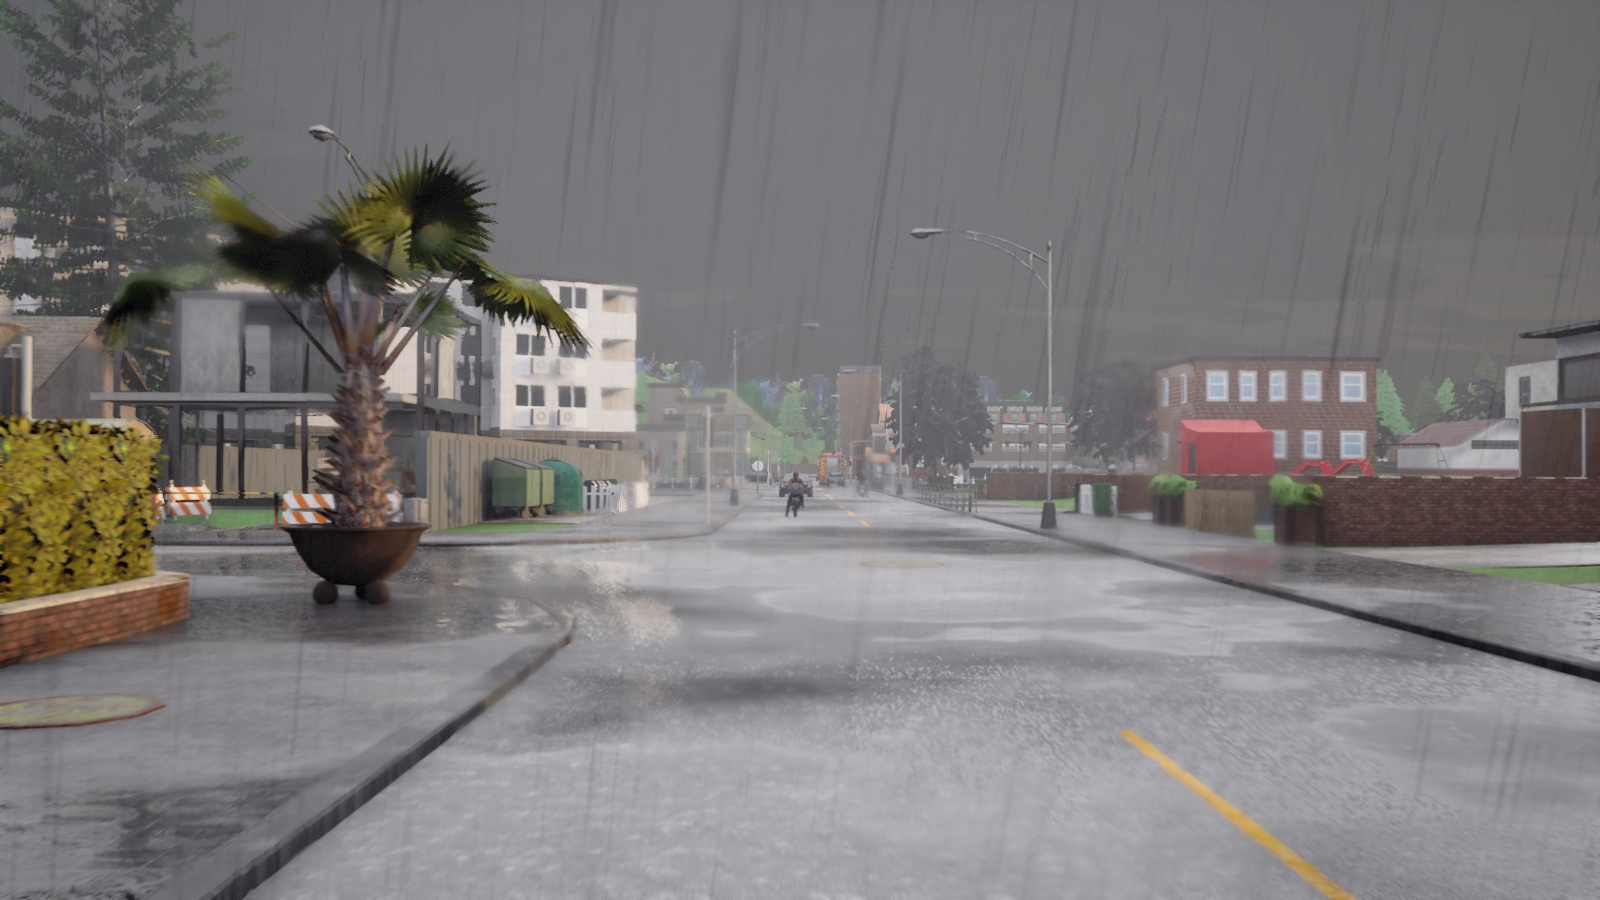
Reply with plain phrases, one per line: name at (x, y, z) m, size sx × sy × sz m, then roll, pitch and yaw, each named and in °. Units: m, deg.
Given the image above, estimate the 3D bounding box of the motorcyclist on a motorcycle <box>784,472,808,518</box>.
motorcyclist on a motorcycle at (-0.124, 1.512, 42.696) m, size 0.797 × 1.523 × 2.044 m, roll 0°, pitch -1°, yaw 0°

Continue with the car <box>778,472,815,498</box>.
car at (-0.208, 2.071, 75.016) m, size 2.163 × 1.488 × 4.792 m, roll 0°, pitch -1°, yaw 0°
